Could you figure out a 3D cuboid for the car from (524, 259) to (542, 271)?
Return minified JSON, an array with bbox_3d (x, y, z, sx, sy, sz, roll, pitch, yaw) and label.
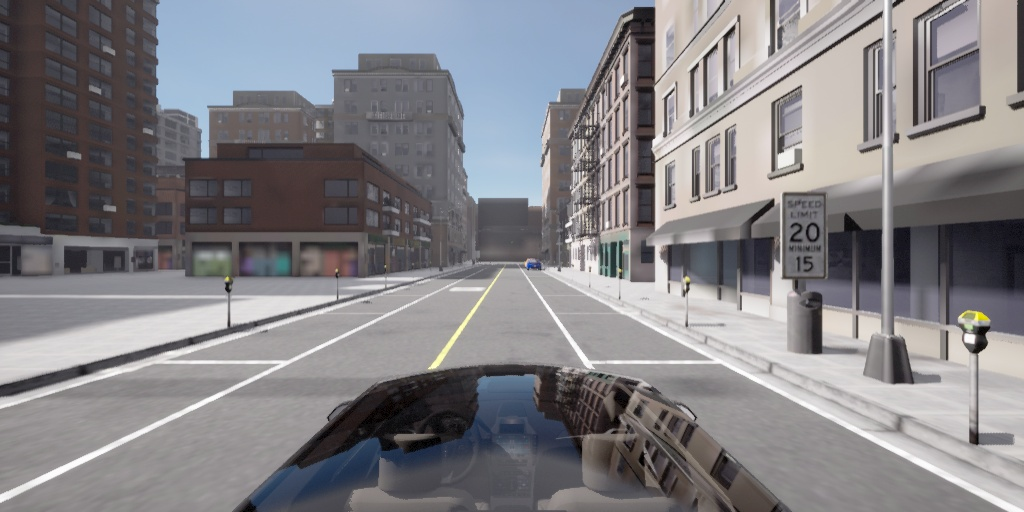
[{"bbox_3d":[3.020,1.230,49.776,1.837,1.490,4.892,0,0,0],"label":"car"}]
